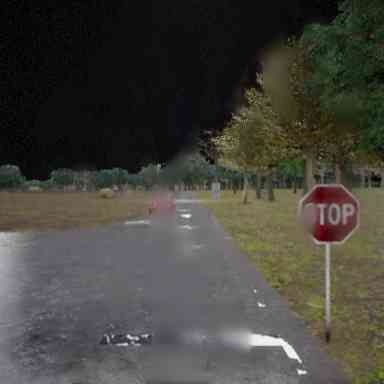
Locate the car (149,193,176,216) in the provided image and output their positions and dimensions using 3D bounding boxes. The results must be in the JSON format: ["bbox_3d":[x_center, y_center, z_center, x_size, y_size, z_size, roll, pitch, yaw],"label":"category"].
[{"bbox_3d":[-2.728,1.114,31.580,2.150,2.045,5.566,0,1,0],"label":"car"}]
